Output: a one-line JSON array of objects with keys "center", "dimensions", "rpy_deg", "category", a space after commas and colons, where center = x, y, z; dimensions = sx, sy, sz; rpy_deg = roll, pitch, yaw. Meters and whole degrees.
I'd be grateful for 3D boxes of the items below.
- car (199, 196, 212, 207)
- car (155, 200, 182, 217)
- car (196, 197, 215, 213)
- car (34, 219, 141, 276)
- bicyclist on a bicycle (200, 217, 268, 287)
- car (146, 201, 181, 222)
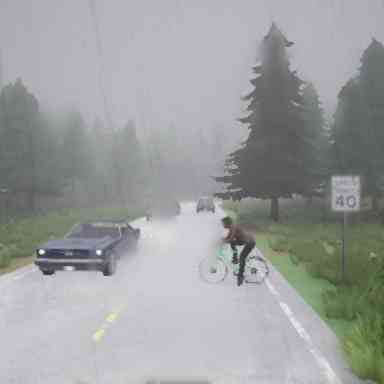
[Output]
[{"center": [2.040, 1.344, 48.959], "dimensions": [1.882, 1.535, 5.008], "rpy_deg": [0, 0, 4], "category": "car"}, {"center": [-2.069, 1.479, 30.579], "dimensions": [1.994, 1.385, 4.181], "rpy_deg": [0, 0, 2], "category": "car"}, {"center": [1.466, 1.504, 35.336], "dimensions": [1.895, 1.301, 4.718], "rpy_deg": [0, 0, 3], "category": "car"}, {"center": [-2.938, 1.570, 10.399], "dimensions": [1.895, 1.301, 4.718], "rpy_deg": [0, 0, 2], "category": "car"}, {"center": [0.999, 1.430, 7.959], "dimensions": [1.656, 1.620, 0.582], "rpy_deg": [0, 0, 2], "category": "bicyclist on a bicycle"}, {"center": [-2.230, 1.422, 25.222], "dimensions": [2.128, 1.511, 4.902], "rpy_deg": [0, 0, 3], "category": "car"}]
